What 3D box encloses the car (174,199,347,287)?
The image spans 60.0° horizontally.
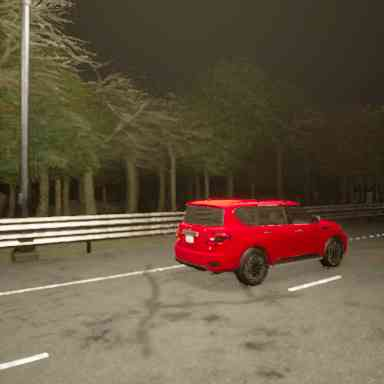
[{"bbox_3d":[2.141,1.224,9.593,5.566,2.045,2.150,0,0,-35],"label":"car"}]
